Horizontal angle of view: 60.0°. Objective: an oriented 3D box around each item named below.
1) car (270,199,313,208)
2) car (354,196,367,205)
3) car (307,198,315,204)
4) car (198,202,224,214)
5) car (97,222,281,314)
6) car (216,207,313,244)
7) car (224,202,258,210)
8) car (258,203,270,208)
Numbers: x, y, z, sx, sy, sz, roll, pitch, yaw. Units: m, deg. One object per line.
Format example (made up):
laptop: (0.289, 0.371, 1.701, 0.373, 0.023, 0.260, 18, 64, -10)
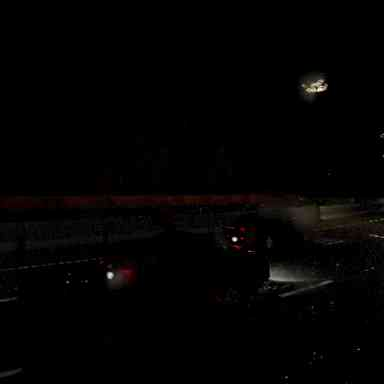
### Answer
car: (11.029, 1.846, 36.657, 1.882, 1.535, 5.008, -1, -1, 44)
car: (35.250, 1.783, 69.436, 2.150, 2.045, 5.566, -1, -1, 30)
car: (26.747, 2.101, 75.761, 1.994, 1.385, 4.181, -1, -1, 30)
car: (2.802, 2.013, 43.240, 2.128, 1.511, 4.902, -1, -1, 44)
car: (-0.073, 1.670, 7.969, 4.181, 1.385, 1.994, 0, -1, -37)
car: (3.602, 1.669, 15.140, 4.892, 1.490, 1.837, 0, 0, -40)
car: (6.865, 2.023, 42.345, 2.033, 1.411, 5.357, -1, -1, 44)
car: (10.579, 1.782, 41.272, 2.097, 1.767, 4.553, -1, -1, 43)
